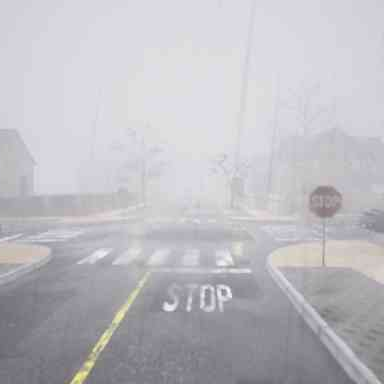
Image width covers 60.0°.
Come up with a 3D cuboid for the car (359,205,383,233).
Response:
[{"bbox_3d":[10.225,1.243,15.037,4.892,1.490,1.837,-1,2,2],"label":"car"}]

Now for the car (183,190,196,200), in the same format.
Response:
[{"bbox_3d":[-0.483,0.579,64.857,2.150,2.045,5.566,0,1,2],"label":"car"}]

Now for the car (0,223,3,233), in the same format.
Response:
[{"bbox_3d":[-11.473,1.568,15.937,4.181,1.385,1.994,-1,2,2],"label":"car"}]
